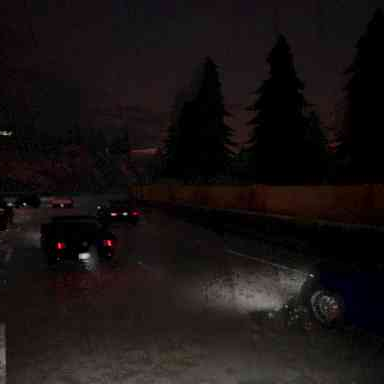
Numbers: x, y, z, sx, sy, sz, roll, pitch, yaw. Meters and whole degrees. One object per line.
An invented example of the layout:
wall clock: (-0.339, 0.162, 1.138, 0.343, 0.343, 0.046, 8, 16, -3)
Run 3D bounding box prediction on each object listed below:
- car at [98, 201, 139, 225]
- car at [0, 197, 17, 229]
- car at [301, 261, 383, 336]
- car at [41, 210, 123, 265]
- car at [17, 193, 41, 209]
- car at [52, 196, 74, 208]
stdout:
car: (-4.748, 1.252, 20.988, 2.033, 1.411, 5.357, 0, 1, -23)
car: (-11.201, 1.027, 18.419, 2.097, 1.767, 4.553, 0, 1, -24)
car: (3.704, 1.505, 4.476, 1.812, 1.442, 4.674, 0, 1, -31)
car: (-3.958, 1.430, 11.108, 1.895, 1.301, 4.718, 0, 1, -27)
car: (-17.305, 0.922, 35.353, 1.837, 1.490, 4.892, 0, 1, -17)
car: (-13.924, 1.039, 36.177, 1.895, 1.301, 4.718, 0, 1, -17)
